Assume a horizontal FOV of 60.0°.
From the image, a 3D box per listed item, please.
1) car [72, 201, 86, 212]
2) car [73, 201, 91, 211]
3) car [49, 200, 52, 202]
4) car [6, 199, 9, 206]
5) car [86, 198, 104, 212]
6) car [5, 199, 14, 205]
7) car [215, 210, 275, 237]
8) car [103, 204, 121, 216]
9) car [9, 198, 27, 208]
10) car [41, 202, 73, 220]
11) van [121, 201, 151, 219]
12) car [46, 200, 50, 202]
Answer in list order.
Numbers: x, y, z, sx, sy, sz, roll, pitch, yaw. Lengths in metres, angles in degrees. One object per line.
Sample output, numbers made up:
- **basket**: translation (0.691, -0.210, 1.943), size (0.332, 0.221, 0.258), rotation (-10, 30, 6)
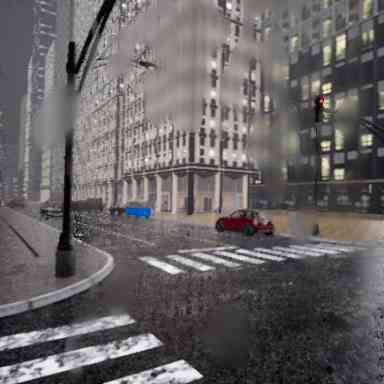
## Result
- **car**: translation (-18.175, 2.235, 50.215), size (2.033, 1.411, 5.357), rotation (2, -2, -32)
- **car**: translation (-18.971, 2.353, 57.229), size (1.837, 1.490, 4.892), rotation (2, -2, -32)
- **car**: translation (-23.035, 2.344, 57.966), size (1.994, 1.385, 4.181), rotation (2, -2, -32)
- **car**: translation (-36.886, 2.337, 69.167), size (1.947, 1.339, 4.313), rotation (2, -2, -32)
- **car**: translation (-15.295, 2.005, 51.311), size (2.150, 2.045, 5.566), rotation (2, -2, -32)
- **car**: translation (-45.799, 2.475, 83.378), size (1.752, 1.417, 4.829), rotation (2, -2, -32)
- **car**: translation (3.230, 1.852, 20.985), size (1.967, 1.590, 4.097), rotation (2, -2, -32)
- **car**: translation (-8.778, 2.184, 40.122), size (2.008, 1.369, 4.403), rotation (2, -2, -32)
- **car**: translation (-30.878, 1.970, 59.603), size (2.192, 1.841, 5.009), rotation (2, -2, -32)
- **car**: translation (-12.875, 1.863, 30.888), size (2.008, 1.369, 4.403), rotation (2, -2, -32)
- **van**: translation (-5.773, 1.919, 35.342), size (1.690, 1.788, 3.998), rotation (2, -2, -32)
- **car**: translation (-35.792, 2.738, 83.184), size (1.802, 1.307, 4.206), rotation (2, -2, -32)
